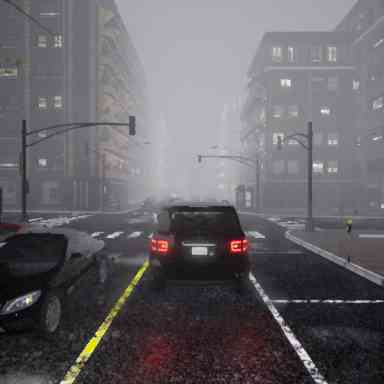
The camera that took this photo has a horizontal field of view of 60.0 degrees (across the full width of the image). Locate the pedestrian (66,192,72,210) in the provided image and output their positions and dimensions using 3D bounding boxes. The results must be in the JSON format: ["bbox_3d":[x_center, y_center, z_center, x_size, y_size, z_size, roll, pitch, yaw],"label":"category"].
[{"bbox_3d":[-12.405,0.902,33.421,0.375,1.860,0.375,0,-1,0],"label":"pedestrian"}]

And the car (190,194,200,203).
[{"bbox_3d":[0.702,1.354,72.859,2.097,1.767,4.553,0,0,1],"label":"car"}]

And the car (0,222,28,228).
[{"bbox_3d":[-5.609,1.581,9.952,1.802,1.307,4.206,0,0,1],"label":"car"}]

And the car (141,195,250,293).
[{"bbox_3d":[0.169,1.221,9.035,2.150,2.045,5.566,0,0,1],"label":"car"}]

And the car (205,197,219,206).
[{"bbox_3d":[3.188,1.549,53.552,2.008,1.369,4.403,0,0,1],"label":"car"}]

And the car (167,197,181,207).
[{"bbox_3d":[-2.624,1.524,50.437,1.812,1.442,4.674,0,0,1],"label":"car"}]

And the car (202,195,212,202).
[{"bbox_3d":[3.403,1.439,76.106,1.967,1.590,4.097,0,0,1],"label":"car"}]

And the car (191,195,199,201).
[{"bbox_3d":[0.781,1.477,82.636,1.882,1.535,5.008,0,0,1],"label":"car"}]

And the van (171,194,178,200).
[{"bbox_3d":[-4.815,1.340,93.108,1.690,1.788,3.998,0,0,1],"label":"van"}]

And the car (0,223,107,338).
[{"bbox_3d":[-3.048,1.525,6.752,1.812,1.442,4.674,0,0,1],"label":"car"}]

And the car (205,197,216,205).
[{"bbox_3d":[3.242,1.543,59.190,1.887,1.381,4.507,0,0,1],"label":"car"}]

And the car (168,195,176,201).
[{"bbox_3d":[-4.924,1.525,81.660,1.752,1.417,4.829,0,0,1],"label":"car"}]

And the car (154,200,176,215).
[{"bbox_3d":[-2.775,1.562,35.017,1.994,1.385,4.181,0,0,1],"label":"car"}]
